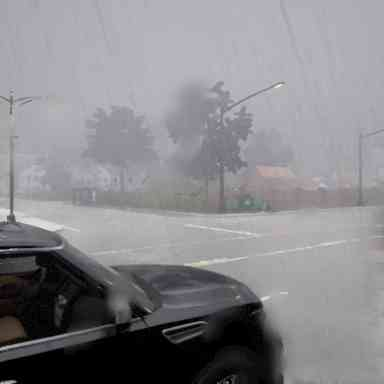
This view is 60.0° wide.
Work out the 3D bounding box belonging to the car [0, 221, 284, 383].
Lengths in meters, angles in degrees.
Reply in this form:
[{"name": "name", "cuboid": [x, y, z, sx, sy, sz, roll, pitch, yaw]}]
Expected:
[{"name": "car", "cuboid": [-1.754, 1.223, 2.490, 5.566, 2.045, 2.150, 0, 0, -36]}]
